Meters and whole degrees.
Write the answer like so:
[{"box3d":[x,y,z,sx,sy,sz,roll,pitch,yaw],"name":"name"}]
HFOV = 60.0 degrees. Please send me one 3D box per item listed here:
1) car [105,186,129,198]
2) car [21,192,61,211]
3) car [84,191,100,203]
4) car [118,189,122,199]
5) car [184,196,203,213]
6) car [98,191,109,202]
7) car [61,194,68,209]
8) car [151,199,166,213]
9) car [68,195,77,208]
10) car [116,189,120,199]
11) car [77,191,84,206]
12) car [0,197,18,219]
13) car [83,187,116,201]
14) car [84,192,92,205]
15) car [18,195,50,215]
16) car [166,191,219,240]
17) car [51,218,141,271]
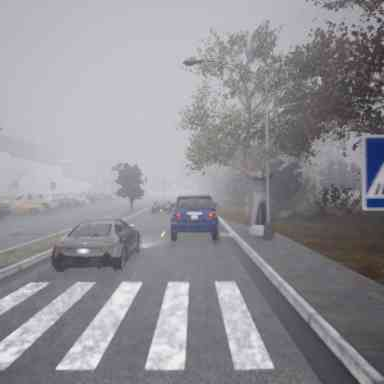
[{"box3d":[-16.785,0.434,70.329,5.566,2.045,2.435,-2,1,-20],"name":"car"},{"box3d":[-16.836,1.113,34.323,5.566,2.045,2.435,-1,1,-20],"name":"car"},{"box3d":[-16.778,1.096,49.348,5.008,1.535,2.097,-2,2,-20],"name":"car"},{"box3d":[-16.938,0.794,64.284,5.366,1.575,1.946,-2,1,-20],"name":"car"},{"box3d":[0.124,1.253,34.990,1.837,1.490,4.892,0,1,0],"name":"car"},{"box3d":[-16.751,0.998,55.364,4.792,1.488,2.163,-2,1,-20],"name":"car"},{"box3d":[-16.827,1.348,37.326,4.792,1.488,2.163,-1,1,-20],"name":"car"},{"box3d":[-2.883,1.392,33.340,1.895,1.301,4.718,0,1,0],"name":"car"},{"box3d":[-16.800,1.312,40.351,4.674,1.452,2.002,-1,1,-20],"name":"car"},{"box3d":[-16.594,0.840,61.418,5.366,1.575,1.946,-2,1,-20],"name":"car"},{"box3d":[-16.826,1.090,43.336,4.553,1.767,2.185,-2,1,-20],"name":"car"},{"box3d":[-16.798,1.218,25.343,5.566,2.045,2.435,-1,0,-20],"name":"car"},{"box3d":[-16.754,0.657,58.362,5.566,2.045,2.435,-2,1,-20],"name":"car"},{"box3d":[-16.791,1.197,46.349,4.674,1.452,2.002,-2,1,-20],"name":"car"},{"box3d":[-16.638,1.395,31.399,5.366,1.575,1.946,-1,0,-20],"name":"car"},{"box3d":[0.107,1.142,16.712,2.150,2.045,5.566,0,0,0],"name":"car"},{"box3d":[-2.896,1.535,10.871,1.994,1.385,4.181,0,0,0],"name":"car"}]
